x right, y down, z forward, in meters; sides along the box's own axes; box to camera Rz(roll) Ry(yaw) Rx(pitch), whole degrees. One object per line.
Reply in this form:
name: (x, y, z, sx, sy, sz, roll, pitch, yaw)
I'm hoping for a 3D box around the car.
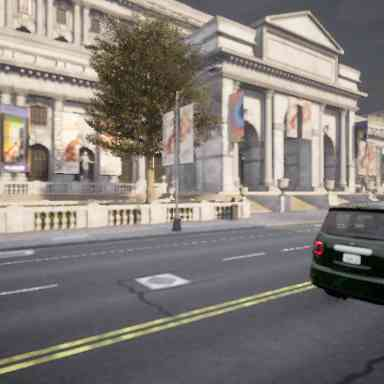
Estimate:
car: (4.886, 1.218, 7.156, 5.566, 2.045, 2.150, 0, 0, -35)
